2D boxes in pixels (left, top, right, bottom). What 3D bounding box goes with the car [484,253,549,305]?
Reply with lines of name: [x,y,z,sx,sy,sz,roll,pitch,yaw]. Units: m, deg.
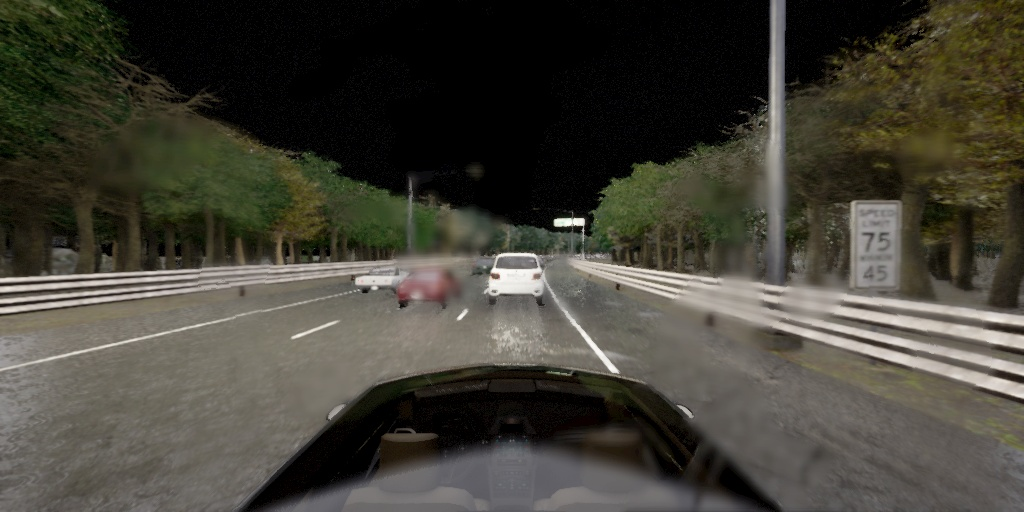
car: [0.258,0.901,15.781,2.150,2.045,5.566,0,0,2]

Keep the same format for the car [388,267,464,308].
car: [-3.159,1.201,14.538,1.812,1.442,4.674,0,0,2]

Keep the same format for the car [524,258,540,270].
car: [2.659,1.050,47.381,1.812,1.442,4.674,0,0,7]

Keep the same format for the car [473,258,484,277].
car: [-2.178,0.941,32.416,2.097,1.767,4.553,0,0,4]

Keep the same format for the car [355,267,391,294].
car: [-6.485,1.242,19.388,1.895,1.301,4.718,0,0,3]

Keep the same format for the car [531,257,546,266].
car: [4.651,0.985,62.266,2.033,1.411,5.357,0,0,9]
